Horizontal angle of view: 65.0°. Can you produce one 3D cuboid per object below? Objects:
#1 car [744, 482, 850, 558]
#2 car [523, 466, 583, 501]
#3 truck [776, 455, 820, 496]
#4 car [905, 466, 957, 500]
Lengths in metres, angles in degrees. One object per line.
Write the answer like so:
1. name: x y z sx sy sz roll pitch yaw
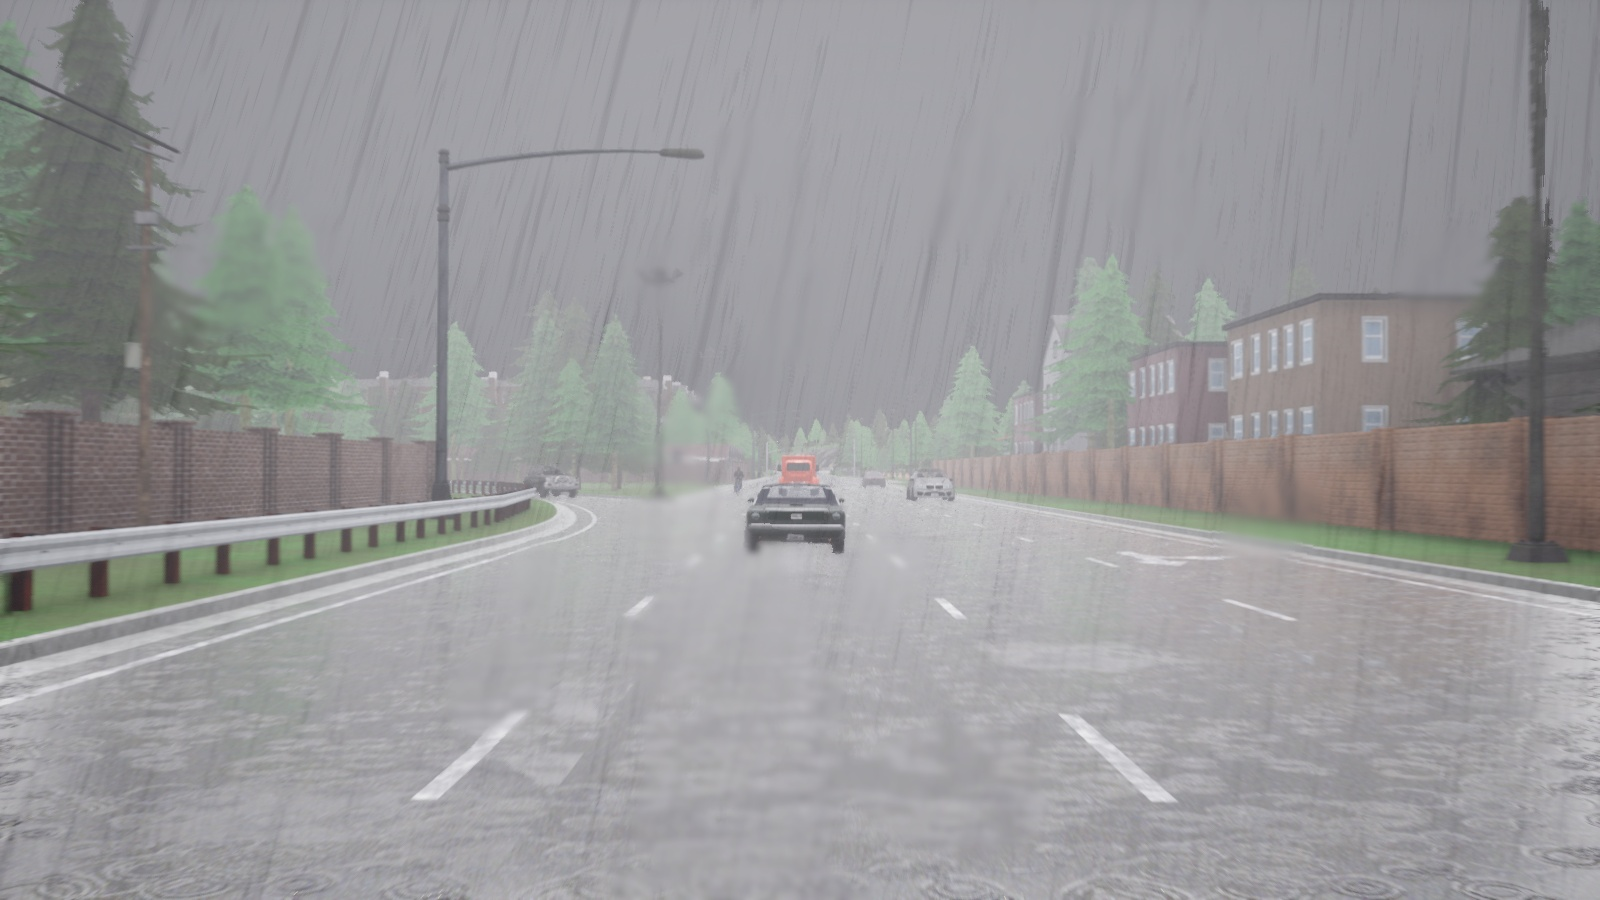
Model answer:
1. car: -0.060 1.321 24.915 1.895 1.301 4.718 0 -1 0
2. car: -13.728 1.820 69.510 1.932 1.855 4.605 0 -1 -29
3. truck: -0.075 1.604 77.978 2.627 2.467 5.204 0 -1 1
4. car: 6.829 1.706 65.837 2.242 1.667 4.611 0 -1 0
